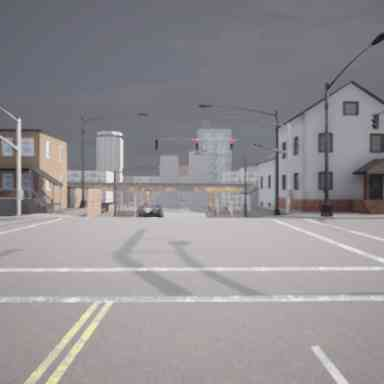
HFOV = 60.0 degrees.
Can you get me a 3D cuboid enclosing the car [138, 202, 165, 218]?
[{"bbox_3d":[-3.607,1.611,29.520,2.128,1.511,4.902,0,-7,0],"label":"car"}]
